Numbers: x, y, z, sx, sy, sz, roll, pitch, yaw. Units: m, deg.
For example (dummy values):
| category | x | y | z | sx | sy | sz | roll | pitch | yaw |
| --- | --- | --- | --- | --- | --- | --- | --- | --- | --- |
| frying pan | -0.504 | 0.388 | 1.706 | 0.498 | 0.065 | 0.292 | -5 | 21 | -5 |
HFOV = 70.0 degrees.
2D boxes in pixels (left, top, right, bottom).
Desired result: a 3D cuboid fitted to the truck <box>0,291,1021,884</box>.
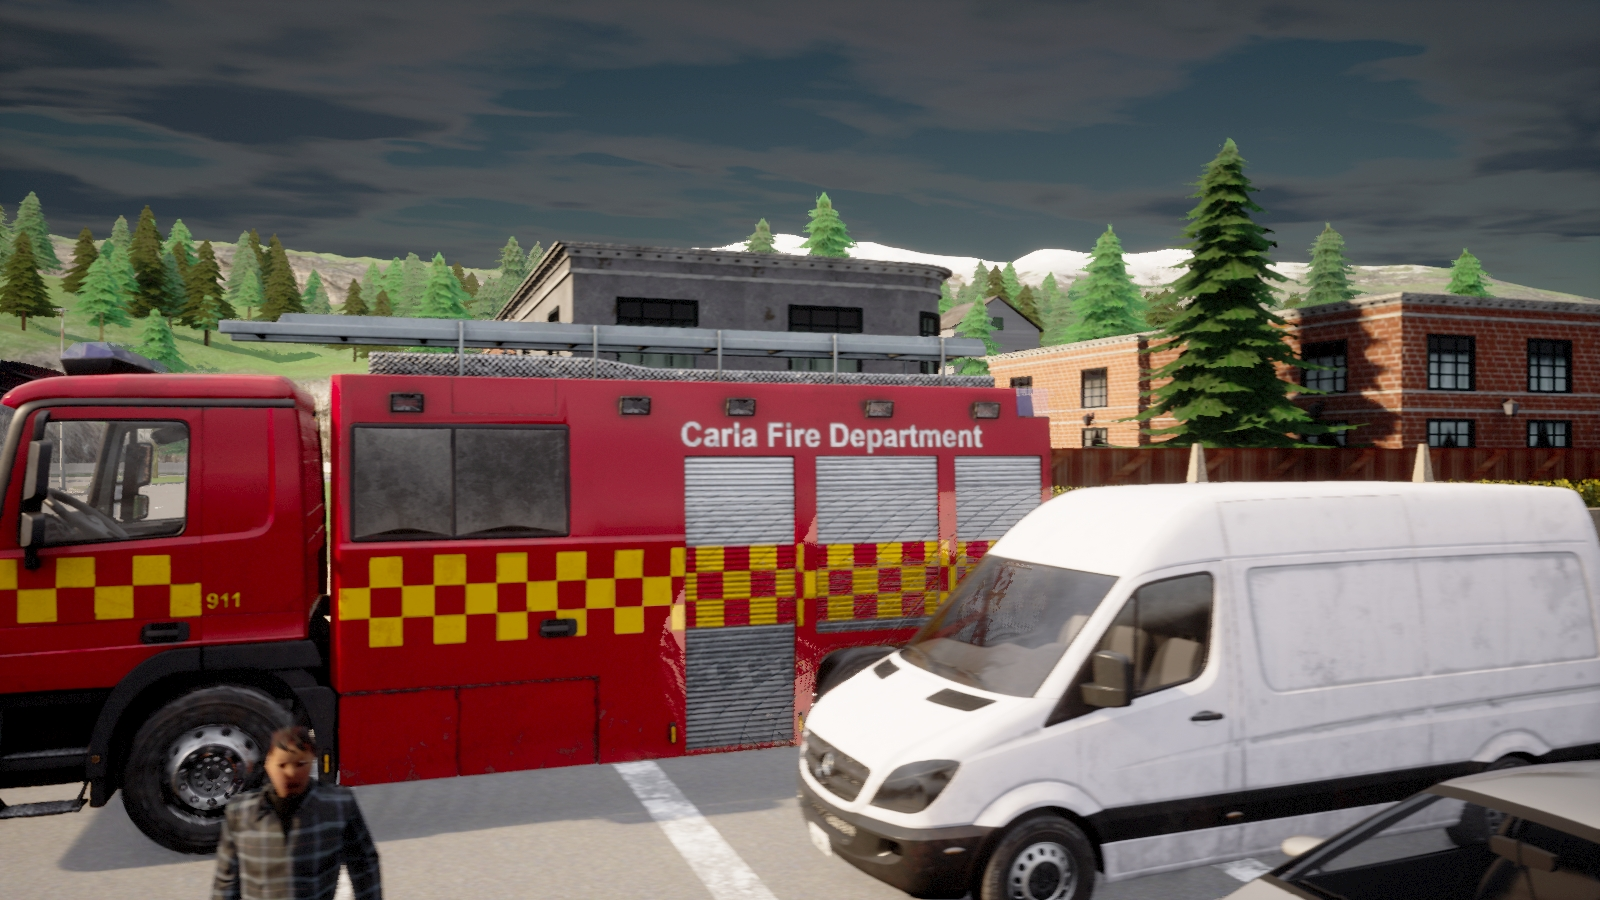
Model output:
| category | x | y | z | sx | sy | sz | roll | pitch | yaw |
| --- | --- | --- | --- | --- | --- | --- | --- | --- | --- |
| truck | -2.559 | 0.891 | 9.845 | 8.468 | 3.827 | 2.891 | 0 | 0 | -20 |

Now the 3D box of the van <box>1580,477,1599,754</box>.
| category | x | y | z | sx | sy | sz | roll | pitch | yaw |
| --- | --- | --- | --- | --- | --- | --- | --- | --- | --- |
| van | 10.450 | 1.534 | 10.820 | 5.915 | 2.561 | 1.988 | 0 | 0 | -20 |

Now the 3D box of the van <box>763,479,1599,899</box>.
| category | x | y | z | sx | sy | sz | roll | pitch | yaw |
| --- | --- | --- | --- | --- | --- | --- | --- | --- | --- |
| van | 2.862 | 1.535 | 8.060 | 5.915 | 2.561 | 1.988 | 0 | 0 | -20 |

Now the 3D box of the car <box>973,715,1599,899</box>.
| category | x | y | z | sx | sy | sz | roll | pitch | yaw |
| --- | --- | --- | --- | --- | --- | --- | --- | --- | --- |
| car | 2.963 | 2.065 | 4.379 | 4.193 | 1.474 | 1.816 | 0 | 0 | -20 |

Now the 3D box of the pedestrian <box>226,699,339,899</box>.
| category | x | y | z | sx | sy | sz | roll | pitch | yaw |
| --- | --- | --- | --- | --- | --- | --- | --- | --- | --- |
| pedestrian | -2.020 | 1.962 | 4.490 | 0.375 | 1.860 | 0.375 | 0 | 0 | -20 |
